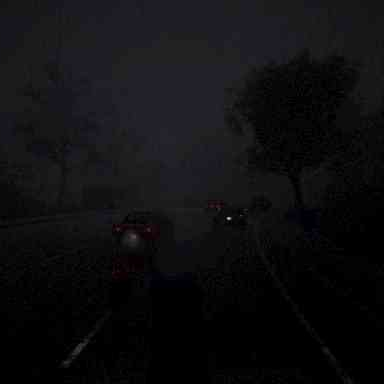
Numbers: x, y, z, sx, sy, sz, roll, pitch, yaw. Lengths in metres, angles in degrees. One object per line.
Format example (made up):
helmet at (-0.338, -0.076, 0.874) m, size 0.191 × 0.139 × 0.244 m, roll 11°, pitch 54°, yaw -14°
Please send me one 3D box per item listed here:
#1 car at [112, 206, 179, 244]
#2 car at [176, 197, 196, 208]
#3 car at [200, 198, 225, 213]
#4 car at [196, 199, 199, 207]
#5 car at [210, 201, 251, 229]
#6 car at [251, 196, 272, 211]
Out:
car at (-2.048, 1.574, 15.780) m, size 1.895 × 1.301 × 4.718 m, roll 0°, pitch 0°, yaw 8°
car at (-0.629, 1.410, 46.705) m, size 2.128 × 1.511 × 4.902 m, roll 0°, pitch 0°, yaw 23°
car at (2.849, 1.505, 35.898) m, size 2.033 × 1.411 × 5.357 m, roll 0°, pitch 0°, yaw 19°
car at (2.554, 1.501, 45.246) m, size 1.994 × 1.385 × 4.181 m, roll 0°, pitch 0°, yaw 23°
car at (2.600, 1.543, 21.604) m, size 1.994 × 1.385 × 4.181 m, roll 0°, pitch 0°, yaw 12°
car at (8.445, 1.327, 40.702) m, size 2.097 × 1.767 × 4.553 m, roll 0°, pitch 0°, yaw 22°
